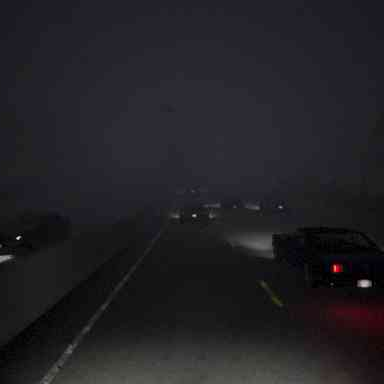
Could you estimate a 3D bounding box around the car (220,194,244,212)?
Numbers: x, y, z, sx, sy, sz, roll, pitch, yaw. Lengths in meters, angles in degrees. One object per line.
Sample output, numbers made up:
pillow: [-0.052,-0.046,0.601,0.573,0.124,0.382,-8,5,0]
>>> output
car: [3.628,0.913,30.463,1.812,1.442,4.674,0,4,0]

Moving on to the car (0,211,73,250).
car: [-7.011,1.569,14.710,2.033,1.411,5.357,0,0,1]

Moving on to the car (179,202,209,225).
car: [0.132,1.382,22.971,1.994,1.385,4.181,0,2,0]

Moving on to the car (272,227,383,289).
car: [3.610,1.626,9.167,1.895,1.301,4.718,0,0,0]

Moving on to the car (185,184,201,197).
car: [0.088,-0.305,42.471,2.163,1.488,4.792,0,7,0]

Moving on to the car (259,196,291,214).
car: [7.129,1.071,28.782,1.994,1.385,4.181,0,4,0]
